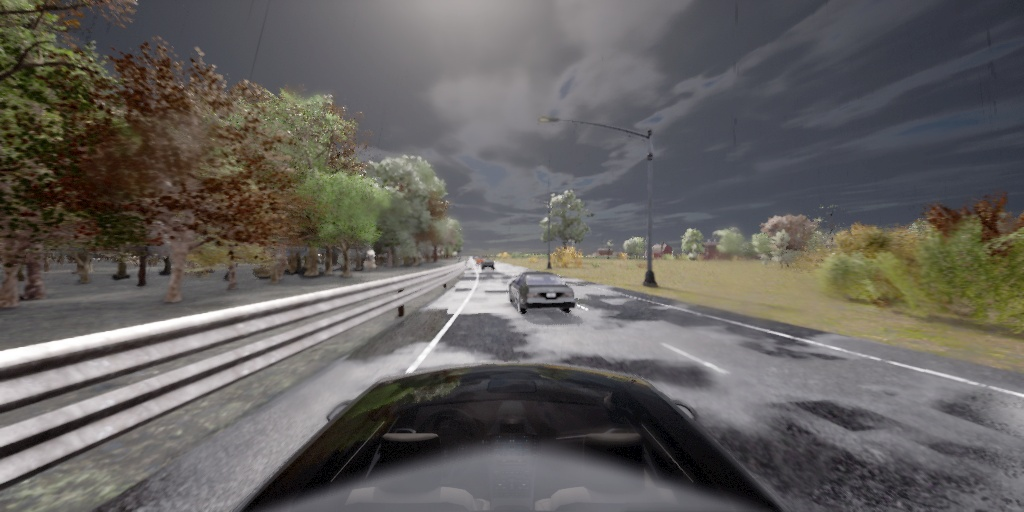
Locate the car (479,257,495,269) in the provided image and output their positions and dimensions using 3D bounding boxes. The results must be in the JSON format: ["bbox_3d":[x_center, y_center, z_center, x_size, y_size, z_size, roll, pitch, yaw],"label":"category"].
[{"bbox_3d":[-3.674,1.251,54.094,1.837,1.490,4.892,0,0,-7],"label":"car"}]

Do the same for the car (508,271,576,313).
[{"bbox_3d":[0.978,1.306,14.029,2.033,1.411,5.357,0,0,-7],"label":"car"}]
